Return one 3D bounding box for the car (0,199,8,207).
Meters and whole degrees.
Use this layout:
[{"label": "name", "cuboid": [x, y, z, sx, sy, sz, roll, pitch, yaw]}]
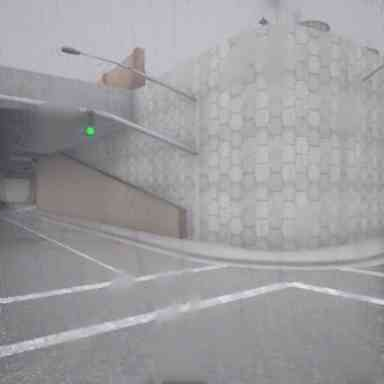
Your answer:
[{"label": "car", "cuboid": [-29.026, 1.617, 49.215, 1.812, 1.442, 4.674, 0, 0, -7]}]
